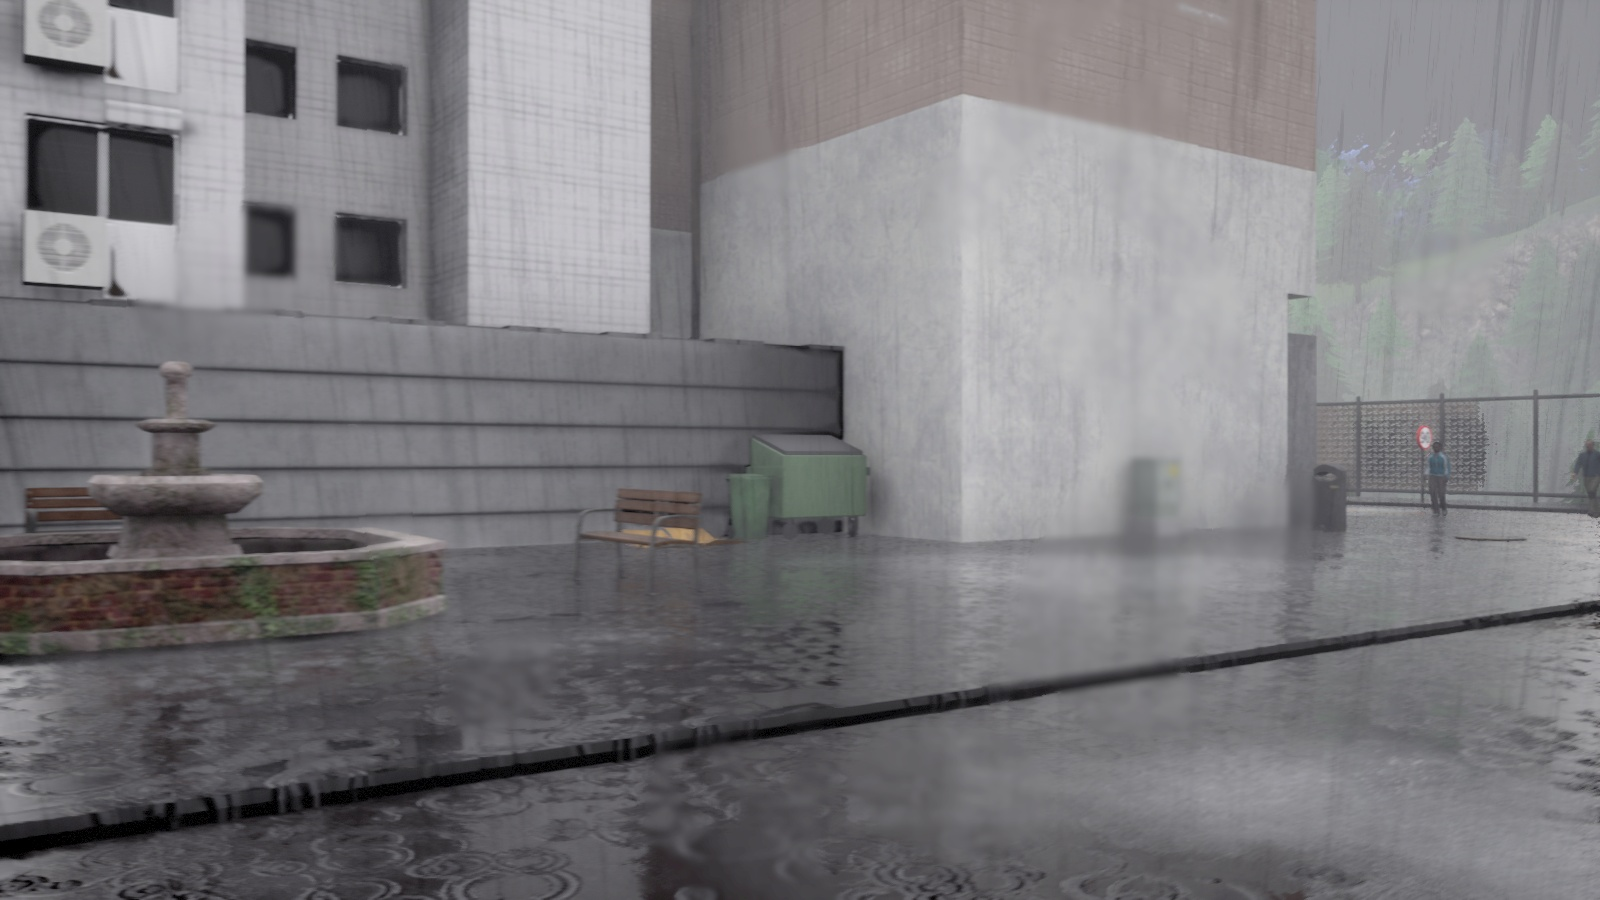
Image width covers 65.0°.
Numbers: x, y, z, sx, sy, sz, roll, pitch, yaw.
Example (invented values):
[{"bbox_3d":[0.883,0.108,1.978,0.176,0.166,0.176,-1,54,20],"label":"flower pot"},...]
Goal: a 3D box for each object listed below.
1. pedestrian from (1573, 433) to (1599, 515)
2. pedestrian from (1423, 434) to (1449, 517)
[{"bbox_3d":[17.909,0.544,28.454,0.726,1.842,0.402,0,0,-34],"label":"pedestrian"},{"bbox_3d":[14.978,0.591,29.577,0.396,1.930,0.692,0,0,39],"label":"pedestrian"}]
